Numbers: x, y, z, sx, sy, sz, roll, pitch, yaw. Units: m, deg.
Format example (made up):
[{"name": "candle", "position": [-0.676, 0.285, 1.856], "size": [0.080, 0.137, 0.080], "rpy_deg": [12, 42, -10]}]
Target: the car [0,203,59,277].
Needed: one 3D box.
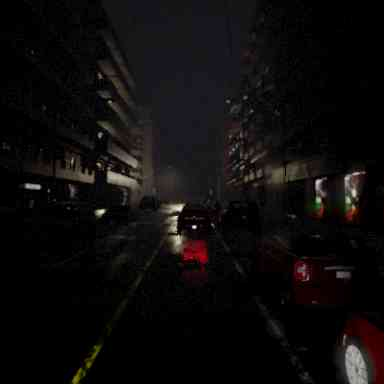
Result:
[{"name": "car", "position": [-5.283, 1.318, 7.711], "size": [2.192, 1.841, 5.009], "rpy_deg": [1, 0, 0]}]

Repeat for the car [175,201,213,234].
[{"name": "car", "position": [0.121, 1.517, 19.312], "size": [1.837, 1.490, 4.892], "rpy_deg": [0, 0, 0]}]

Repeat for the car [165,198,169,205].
[{"name": "car", "position": [-5.237, 1.702, 63.018], "size": [1.802, 1.307, 4.206], "rpy_deg": [1, 0, 0]}]

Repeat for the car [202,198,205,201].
[{"name": "car", "position": [0.146, 1.643, 37.336], "size": [1.895, 1.301, 4.718], "rpy_deg": [0, 0, 0]}]

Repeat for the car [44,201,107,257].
[{"name": "car", "position": [-5.278, 1.322, 13.240], "size": [2.192, 1.841, 5.009], "rpy_deg": [1, 0, 0]}]

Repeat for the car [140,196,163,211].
[{"name": "car", "position": [-5.252, 1.365, 40.893], "size": [2.192, 1.841, 5.009], "rpy_deg": [1, 0, 0]}]

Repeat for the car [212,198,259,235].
[{"name": "car", "position": [2.573, 1.327, 18.704], "size": [2.192, 1.841, 5.009], "rpy_deg": [1, 0, 0]}]

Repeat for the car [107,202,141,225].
[{"name": "car", "position": [-5.274, 1.584, 24.303], "size": [1.947, 1.339, 4.313], "rpy_deg": [1, 0, 0]}]

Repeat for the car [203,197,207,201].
[{"name": "car", "position": [2.588, 1.633, 40.830], "size": [1.802, 1.307, 4.206], "rpy_deg": [1, 0, 0]}]

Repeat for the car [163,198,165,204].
[{"name": "car", "position": [-5.252, 1.610, 46.424], "size": [1.887, 1.381, 4.507], "rpy_deg": [1, 0, 0]}]

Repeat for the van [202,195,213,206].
[{"name": "van", "position": [2.609, 1.442, 57.425], "size": [1.690, 1.788, 3.998], "rpy_deg": [1, 0, 0]}]

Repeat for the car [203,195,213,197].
[{"name": "car", "position": [2.604, 1.397, 51.893], "size": [2.192, 1.841, 5.009], "rpy_deg": [1, 0, 0]}]

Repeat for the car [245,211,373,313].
[{"name": "car", "position": [2.601, 1.444, 7.642], "size": [1.967, 1.590, 4.097], "rpy_deg": [1, 0, 0]}]

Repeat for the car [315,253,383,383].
[{"name": "car", "position": [2.586, 1.546, 2.111], "size": [1.887, 1.381, 4.507], "rpy_deg": [1, 0, 0]}]

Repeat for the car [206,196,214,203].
[{"name": "car", "position": [2.581, 1.468, 29.768], "size": [1.967, 1.590, 4.097], "rpy_deg": [1, 0, 0]}]
